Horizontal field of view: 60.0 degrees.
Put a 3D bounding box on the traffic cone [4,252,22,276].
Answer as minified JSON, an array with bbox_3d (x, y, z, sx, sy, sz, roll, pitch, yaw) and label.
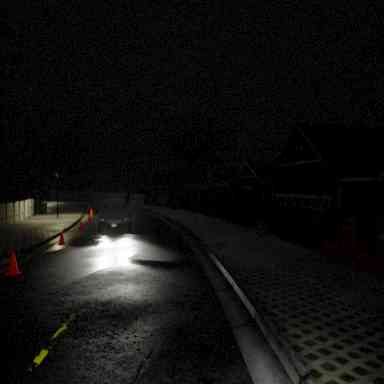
[{"bbox_3d":[-4.860,1.937,9.039,0.340,0.580,0.340,0,0,-5],"label":"traffic cone"}]

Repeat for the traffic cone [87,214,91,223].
[{"bbox_3d":[-7.248,1.846,23.482,0.340,0.580,0.340,0,1,-13],"label":"traffic cone"}]

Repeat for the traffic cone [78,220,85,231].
[{"bbox_3d":[-6.228,1.885,18.707,0.340,0.580,0.340,0,0,-11],"label":"traffic cone"}]

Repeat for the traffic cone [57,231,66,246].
[{"bbox_3d":[-5.432,1.915,13.889,0.340,0.580,0.340,0,0,-8],"label":"traffic cone"}]

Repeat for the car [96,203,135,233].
[{"bbox_3d":[-4.442,1.414,19.347,2.128,1.511,4.902,0,0,-11],"label":"car"}]
